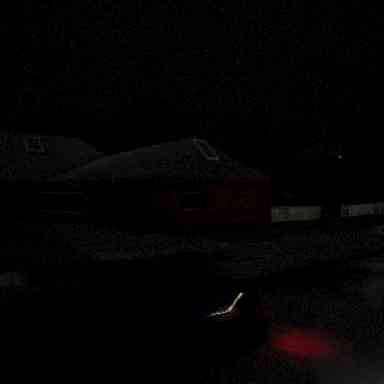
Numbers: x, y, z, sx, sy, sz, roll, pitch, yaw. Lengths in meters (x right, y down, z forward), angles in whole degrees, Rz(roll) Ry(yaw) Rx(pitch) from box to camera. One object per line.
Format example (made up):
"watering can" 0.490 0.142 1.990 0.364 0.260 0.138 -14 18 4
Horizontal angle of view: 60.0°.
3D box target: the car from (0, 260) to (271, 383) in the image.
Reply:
"car" -1.547 1.543 3.468 5.357 1.411 2.033 -1 0 -35
